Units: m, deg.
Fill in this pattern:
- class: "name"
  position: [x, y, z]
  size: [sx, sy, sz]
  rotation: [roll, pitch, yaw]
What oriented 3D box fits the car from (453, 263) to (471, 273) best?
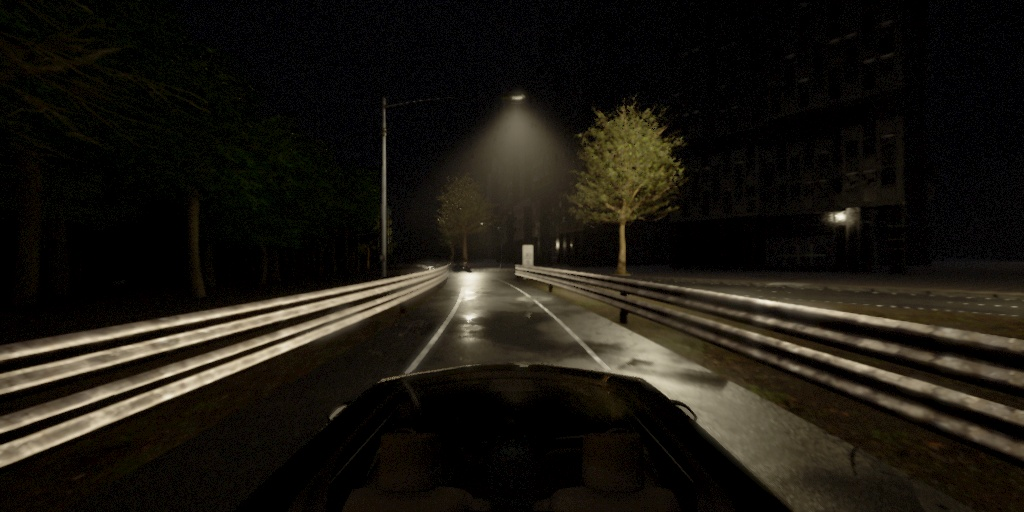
- class: "car"
  position: [-6.836, 1.584, 48.581]
  size: [1.994, 1.385, 4.181]
  rotation: [0, 0, -16]
